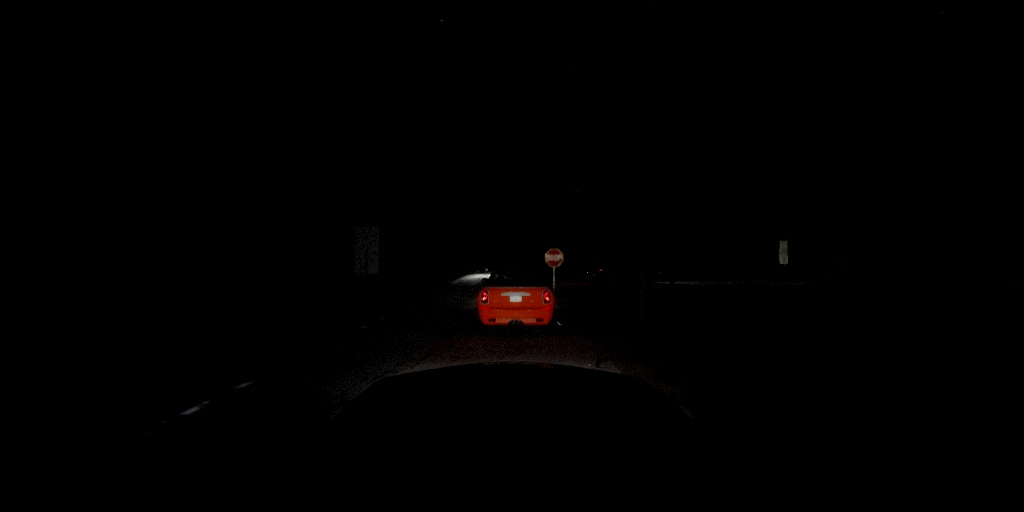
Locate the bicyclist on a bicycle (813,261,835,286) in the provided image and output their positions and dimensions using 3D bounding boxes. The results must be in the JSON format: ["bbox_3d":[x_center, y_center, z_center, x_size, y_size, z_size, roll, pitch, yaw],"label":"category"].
[{"bbox_3d":[19.917,1.136,22.921,0.582,1.620,1.656,0,0,0],"label":"bicyclist on a bicycle"}]

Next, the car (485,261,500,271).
[{"bbox_3d":[-2.826,1.386,52.556,1.994,1.385,4.181,0,0,0],"label":"car"}]

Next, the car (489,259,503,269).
[{"bbox_3d":[-2.776,1.377,63.527,2.128,1.511,4.902,0,0,1],"label":"car"}]

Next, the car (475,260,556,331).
[{"bbox_3d":[0.096,1.094,11.110,2.097,1.767,4.553,0,0,0],"label":"car"}]

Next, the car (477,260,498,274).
[{"bbox_3d":[-2.838,1.267,42.592,2.128,1.511,4.902,0,0,0],"label":"car"}]

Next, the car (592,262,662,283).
[{"bbox_3d":[8.362,1.189,25.979,5.008,1.535,1.882,0,-3,-9],"label":"car"}]
